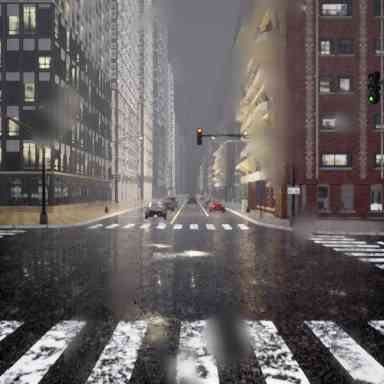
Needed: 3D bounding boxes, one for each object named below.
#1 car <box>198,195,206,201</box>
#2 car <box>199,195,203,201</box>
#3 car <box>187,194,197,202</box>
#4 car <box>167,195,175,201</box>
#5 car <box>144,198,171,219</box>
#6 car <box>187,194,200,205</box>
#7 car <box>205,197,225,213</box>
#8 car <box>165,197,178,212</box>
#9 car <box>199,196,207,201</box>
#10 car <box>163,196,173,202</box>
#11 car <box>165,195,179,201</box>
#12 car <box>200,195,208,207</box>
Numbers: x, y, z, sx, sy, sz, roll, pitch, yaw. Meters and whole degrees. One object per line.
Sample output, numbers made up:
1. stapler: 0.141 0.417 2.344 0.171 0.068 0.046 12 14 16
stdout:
1. car: 2.718 1.488 89.666 1.967 1.590 4.097 0 0 0
2. car: 2.709 1.569 55.774 2.008 1.369 4.403 0 0 0
3. car: 0.023 1.216 69.781 2.097 1.767 4.553 0 0 0
4. car: -5.662 1.593 89.669 1.887 1.381 4.507 0 0 0
5. car: -3.109 1.552 29.478 2.033 1.411 5.357 0 0 -4
6. car: 0.019 1.547 59.808 1.812 1.442 4.674 0 0 0
7. car: 2.754 1.590 37.209 1.802 1.307 4.206 0 0 0
8. car: -3.070 1.573 39.497 1.994 1.385 4.181 0 0 1
9. car: 2.716 1.624 84.017 1.802 1.307 4.206 0 0 0
10. car: -5.665 1.587 78.371 2.008 1.369 4.403 0 0 0
11. car: -3.038 1.520 49.912 1.837 1.490 4.892 0 0 0
12. car: 2.707 1.566 50.126 2.008 1.369 4.403 0 0 0
